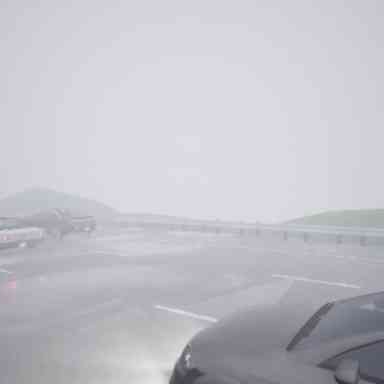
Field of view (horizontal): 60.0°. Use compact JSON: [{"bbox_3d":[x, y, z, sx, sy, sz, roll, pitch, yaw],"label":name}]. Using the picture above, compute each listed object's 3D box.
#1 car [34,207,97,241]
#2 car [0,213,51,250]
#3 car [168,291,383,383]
[{"bbox_3d":[-6.978,1.534,16.768,4.902,1.511,2.128,-1,0,31],"label":"car"},{"bbox_3d":[-8.092,1.664,13.386,4.718,1.301,1.895,-1,0,32],"label":"car"},{"bbox_3d":[1.828,1.533,2.593,4.181,1.385,1.994,-1,0,36],"label":"car"}]
